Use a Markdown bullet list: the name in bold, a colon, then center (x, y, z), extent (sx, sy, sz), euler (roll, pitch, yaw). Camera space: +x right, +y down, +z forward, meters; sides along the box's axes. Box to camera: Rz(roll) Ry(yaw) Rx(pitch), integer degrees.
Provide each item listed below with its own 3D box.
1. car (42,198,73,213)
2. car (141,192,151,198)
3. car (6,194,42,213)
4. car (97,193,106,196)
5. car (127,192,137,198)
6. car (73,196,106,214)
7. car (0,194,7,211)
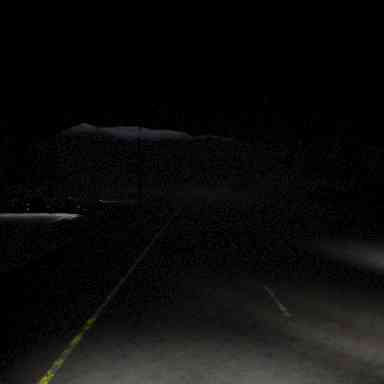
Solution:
- **car**: center (-14.071, 1.488, 36.072), extent (1.812, 1.442, 4.674), euler (0, 0, 0)
- **car**: center (-10.509, 0.768, 76.388), extent (1.882, 1.535, 5.008), euler (0, 1, 0)
- **car**: center (-17.569, 1.315, 36.039), extent (2.097, 1.767, 4.553), euler (0, 0, 0)
- **car**: center (-21.009, 0.897, 77.742), extent (1.812, 1.442, 4.674), euler (0, 1, 0)
- **car**: center (-14.009, 0.727, 77.769), extent (2.097, 1.767, 4.553), euler (0, 1, 0)
- **car**: center (-10.572, 1.490, 35.077), extent (1.812, 1.442, 4.674), euler (0, 0, 0)
- **car**: center (-21.065, 1.186, 36.192), extent (2.150, 2.045, 5.566), euler (0, 0, 0)
